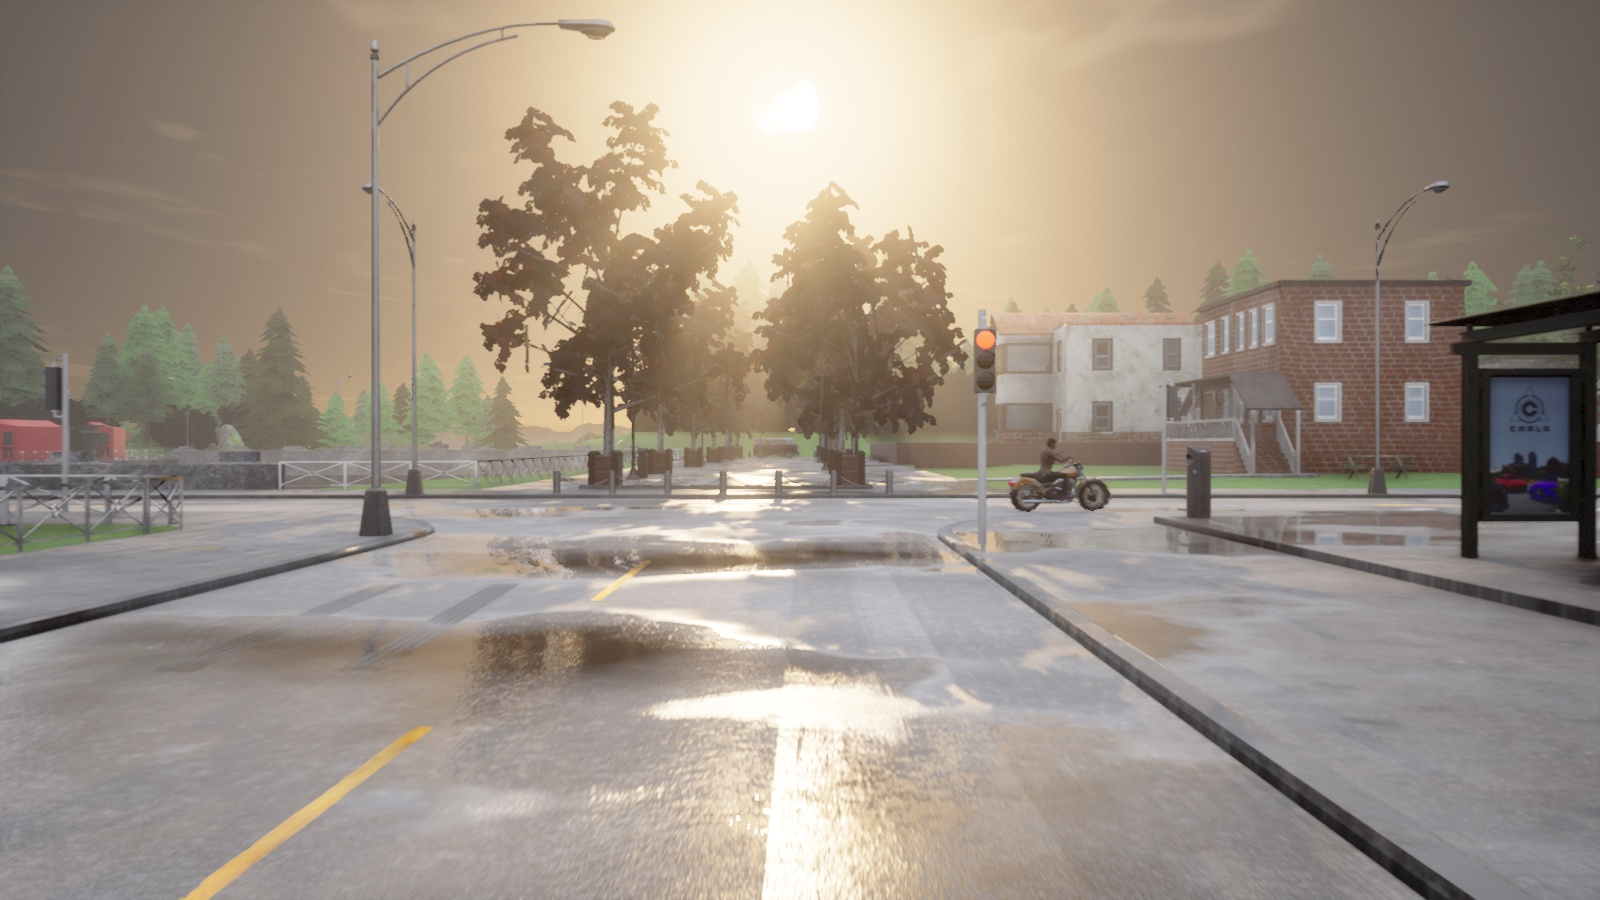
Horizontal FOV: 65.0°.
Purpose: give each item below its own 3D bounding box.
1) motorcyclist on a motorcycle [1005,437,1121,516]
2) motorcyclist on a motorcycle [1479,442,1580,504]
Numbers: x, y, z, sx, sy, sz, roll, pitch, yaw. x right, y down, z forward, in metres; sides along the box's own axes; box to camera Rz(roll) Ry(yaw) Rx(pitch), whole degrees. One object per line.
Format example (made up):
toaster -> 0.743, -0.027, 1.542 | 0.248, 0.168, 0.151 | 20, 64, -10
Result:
motorcyclist on a motorcycle -> 5.688, 0.548, 27.143 | 2.350, 1.649, 0.766 | 0, 2, -18
motorcyclist on a motorcycle -> 18.264, 0.566, 31.468 | 2.044, 1.523, 0.797 | 0, 0, 0
